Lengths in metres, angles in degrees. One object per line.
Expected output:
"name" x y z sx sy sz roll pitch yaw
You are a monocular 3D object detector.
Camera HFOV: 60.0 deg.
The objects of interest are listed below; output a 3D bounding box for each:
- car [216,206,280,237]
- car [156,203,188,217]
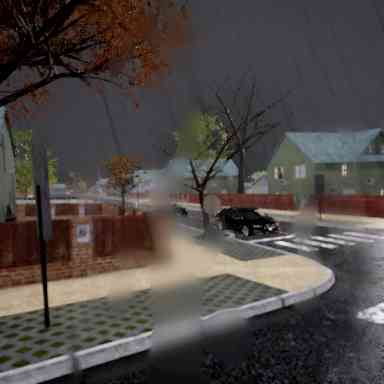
"car" 3.057 1.620 19.148 1.837 1.490 4.892 -3 2 -23
"car" -1.966 1.718 31.591 1.895 1.301 4.718 -3 1 -22
